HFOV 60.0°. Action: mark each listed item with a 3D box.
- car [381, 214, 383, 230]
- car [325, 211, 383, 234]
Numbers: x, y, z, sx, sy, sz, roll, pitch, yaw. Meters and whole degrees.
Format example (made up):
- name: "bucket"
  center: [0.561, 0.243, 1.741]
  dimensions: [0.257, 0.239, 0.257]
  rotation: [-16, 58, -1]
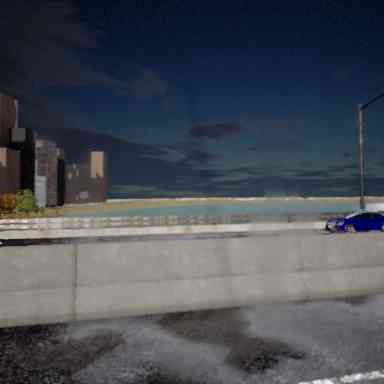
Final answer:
- name: "car"
  center: [14.630, 1.618, 19.824]
  dimensions: [5.566, 2.045, 2.150]
  rotation: [0, -2, -13]
- name: "car"
  center: [11.447, 2.044, 22.671]
  dimensions: [4.674, 1.442, 1.812]
  rotation: [0, -2, -13]
